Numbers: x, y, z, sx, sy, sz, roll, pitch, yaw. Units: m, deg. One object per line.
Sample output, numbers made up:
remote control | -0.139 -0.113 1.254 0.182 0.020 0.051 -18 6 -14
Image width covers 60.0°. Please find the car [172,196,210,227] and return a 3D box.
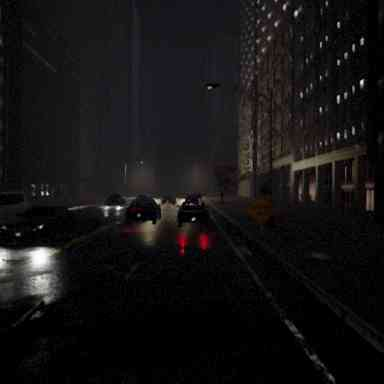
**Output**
car | 0.086 1.267 20.800 2.128 1.511 4.902 0 1 0

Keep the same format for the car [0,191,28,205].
car | -9.857 0.981 15.944 2.150 2.045 5.566 0 1 0

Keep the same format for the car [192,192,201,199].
car | 0.911 0.722 73.508 1.882 1.535 5.008 0 1 0

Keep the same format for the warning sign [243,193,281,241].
warning sign | 2.830 0.984 13.520 1.300 1.860 1.060 -1 0 0

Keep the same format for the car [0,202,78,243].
car | -6.607 1.317 14.954 1.812 1.442 4.674 0 1 0

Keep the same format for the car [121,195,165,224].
car | -3.166 1.216 22.380 1.882 1.535 5.008 0 1 0

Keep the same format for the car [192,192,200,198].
car | 0.905 0.709 79.509 1.812 1.442 4.674 0 1 0

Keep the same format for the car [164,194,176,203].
car | -3.256 1.011 47.113 1.812 1.442 4.674 0 1 1

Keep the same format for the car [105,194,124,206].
car | -9.838 0.990 43.036 1.837 1.490 4.892 0 0 0

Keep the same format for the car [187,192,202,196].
car | -0.015 1.000 45.524 1.882 1.535 5.008 0 1 0

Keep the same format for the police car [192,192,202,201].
police car | 0.921 0.770 63.617 1.930 1.638 5.238 0 1 0
